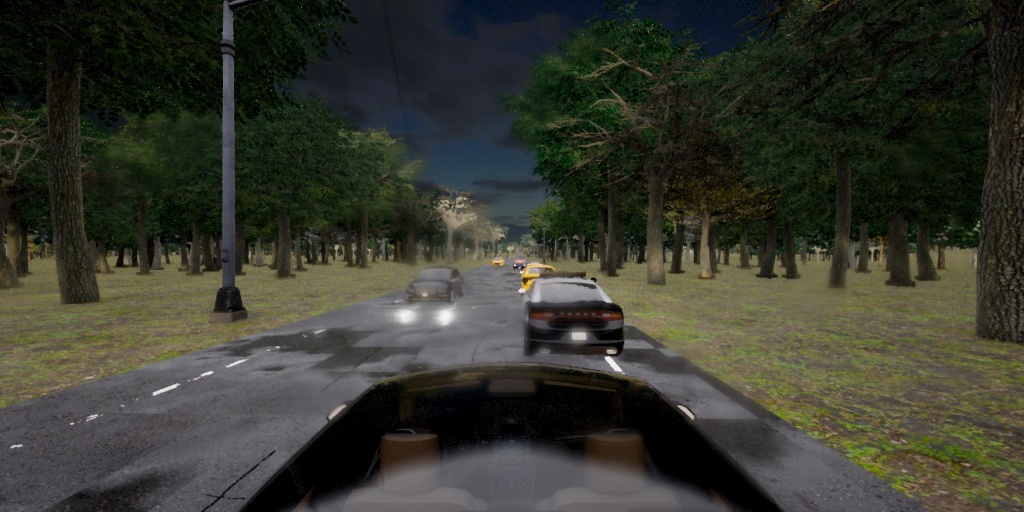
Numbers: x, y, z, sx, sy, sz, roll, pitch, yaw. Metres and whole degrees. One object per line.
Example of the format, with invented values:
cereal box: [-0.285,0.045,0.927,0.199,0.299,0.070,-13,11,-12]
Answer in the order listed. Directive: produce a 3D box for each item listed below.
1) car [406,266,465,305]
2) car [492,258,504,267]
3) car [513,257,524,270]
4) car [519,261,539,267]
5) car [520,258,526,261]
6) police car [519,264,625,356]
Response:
car: [-3.277,1.240,16.131,1.837,1.490,4.892,0,0,1]
car: [-2.288,1.049,59.390,1.882,1.535,5.008,0,0,2]
car: [1.086,1.228,48.591,1.895,1.301,4.718,0,0,2]
car: [1.430,1.208,18.618,1.882,1.535,5.008,0,0,1]
car: [1.569,1.172,24.806,1.801,1.575,5.366,0,0,1]
police car: [1.208,1.170,8.728,1.930,1.638,5.238,0,0,1]
